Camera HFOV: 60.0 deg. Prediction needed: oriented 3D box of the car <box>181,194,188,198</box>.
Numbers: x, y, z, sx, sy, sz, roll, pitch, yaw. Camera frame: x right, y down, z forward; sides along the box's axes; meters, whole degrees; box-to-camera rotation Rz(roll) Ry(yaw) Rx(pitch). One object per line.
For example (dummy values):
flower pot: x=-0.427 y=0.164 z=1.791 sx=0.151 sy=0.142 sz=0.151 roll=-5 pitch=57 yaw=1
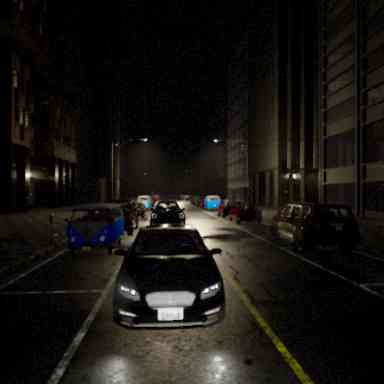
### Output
car: x=-1.110 y=1.645 z=86.441 sx=2.008 sy=1.369 sz=4.403 roll=0 pitch=0 yaw=-5

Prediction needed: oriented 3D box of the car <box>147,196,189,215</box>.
car: x=-1.543 y=1.366 z=21.009 sx=2.097 sy=1.767 sz=4.553 roll=0 pitch=0 yaw=-5

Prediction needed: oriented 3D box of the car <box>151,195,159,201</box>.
car: x=-10.064 y=1.538 z=91.332 sx=1.967 sy=1.590 sz=4.097 roll=0 pitch=0 yaw=-5

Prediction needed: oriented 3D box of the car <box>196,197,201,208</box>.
car: x=2.092 y=1.584 z=47.309 sx=1.887 sy=1.381 sz=4.507 roll=0 pitch=0 yaw=-5

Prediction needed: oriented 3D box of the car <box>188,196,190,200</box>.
car: x=0.705 y=1.581 z=64.250 sx=1.752 sy=1.417 sz=4.829 roll=0 pitch=0 yaw=-5

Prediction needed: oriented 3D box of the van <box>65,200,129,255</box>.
van: x=-3.659 y=1.348 z=13.061 sx=1.690 sy=1.788 sz=3.998 roll=0 pitch=0 yaw=-5

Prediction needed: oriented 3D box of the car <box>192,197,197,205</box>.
car: x=1.634 y=1.610 z=52.900 sx=1.947 sy=1.339 sz=4.313 roll=0 pitch=0 yaw=-5

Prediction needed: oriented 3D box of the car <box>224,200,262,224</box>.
car: x=3.921 y=1.566 z=24.947 sx=1.887 sy=1.381 sz=4.507 roll=0 pitch=0 yaw=-5

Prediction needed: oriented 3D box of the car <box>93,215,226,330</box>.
car: x=-0.513 y=1.496 z=7.243 sx=2.128 sy=1.511 sz=4.902 roll=0 pitch=0 yaw=-5

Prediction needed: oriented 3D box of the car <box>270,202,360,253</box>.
car: x=4.837 y=1.328 z=13.766 sx=2.192 sy=1.841 sz=5.009 roll=0 pitch=0 yaw=-5

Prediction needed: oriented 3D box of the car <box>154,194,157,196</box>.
car: x=-6.862 y=1.478 z=52.197 sx=1.967 sy=1.590 sz=4.097 roll=0 pitch=0 yaw=-5

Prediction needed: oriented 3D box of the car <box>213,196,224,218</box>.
car: x=3.464 y=1.466 z=30.537 sx=1.967 sy=1.590 sz=4.097 roll=0 pitch=0 yaw=-5

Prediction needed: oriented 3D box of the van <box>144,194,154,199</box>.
van: x=-5.947 y=1.370 z=41.015 sx=1.690 sy=1.788 sz=3.998 roll=0 pitch=0 yaw=-5

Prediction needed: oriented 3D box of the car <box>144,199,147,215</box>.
car: x=-5.032 y=1.570 z=29.833 sx=2.008 sy=1.369 sz=4.403 roll=0 pitch=0 yaw=-5

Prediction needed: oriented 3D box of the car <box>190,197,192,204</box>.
car: x=1.163 y=1.575 z=58.659 sx=1.752 sy=1.417 sz=4.829 roll=0 pitch=0 yaw=-5

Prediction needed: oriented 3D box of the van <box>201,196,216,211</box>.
van: x=2.549 y=1.376 z=41.718 sx=1.690 sy=1.788 sz=3.998 roll=0 pitch=0 yaw=-5

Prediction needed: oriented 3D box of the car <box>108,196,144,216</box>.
car: x=-4.117 y=1.326 z=18.652 sx=2.192 sy=1.841 sz=5.009 roll=0 pitch=0 yaw=-5
